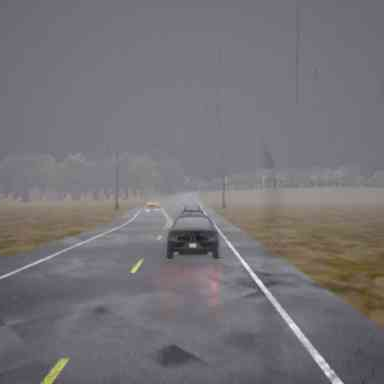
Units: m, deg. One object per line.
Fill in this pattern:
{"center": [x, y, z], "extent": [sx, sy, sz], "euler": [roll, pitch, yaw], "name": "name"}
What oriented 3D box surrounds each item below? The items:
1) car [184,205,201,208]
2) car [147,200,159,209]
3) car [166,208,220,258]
{"center": [0.038, 1.829, 27.318], "extent": [2.128, 1.511, 4.902], "euler": [0, -1, 1], "name": "car"}
{"center": [-6.849, 2.126, 58.543], "extent": [1.882, 1.535, 5.008], "euler": [0, 0, -3], "name": "car"}
{"center": [0.051, 1.646, 13.559], "extent": [1.882, 1.535, 5.008], "euler": [0, 0, 1], "name": "car"}
